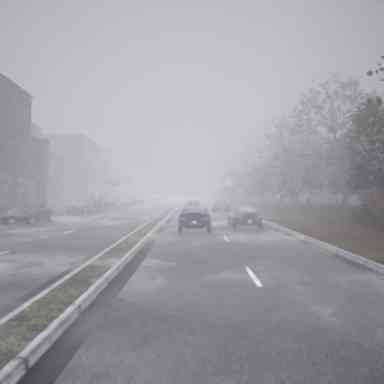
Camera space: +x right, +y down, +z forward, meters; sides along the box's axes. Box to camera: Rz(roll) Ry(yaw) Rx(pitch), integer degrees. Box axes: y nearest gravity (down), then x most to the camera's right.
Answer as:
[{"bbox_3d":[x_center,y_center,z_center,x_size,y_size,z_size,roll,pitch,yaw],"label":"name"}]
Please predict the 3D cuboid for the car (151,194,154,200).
[{"bbox_3d":[-11.846,1.563,84.807,2.231,1.521,4.892,0,0,0],"label":"car"}]

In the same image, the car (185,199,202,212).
[{"bbox_3d":[0.181,1.630,40.920,1.994,1.385,4.181,0,0,0],"label":"car"}]

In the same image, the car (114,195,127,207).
[{"bbox_3d":[-11.821,1.499,49.992,2.231,1.521,4.892,0,0,1],"label":"car"}]

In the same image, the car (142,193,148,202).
[{"bbox_3d":[-11.820,1.290,73.597,2.435,2.045,5.566,0,0,0],"label":"car"}]

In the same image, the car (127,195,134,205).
[{"bbox_3d":[-11.781,1.508,56.864,1.946,1.575,5.366,0,0,0],"label":"car"}]

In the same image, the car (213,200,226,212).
[{"bbox_3d":[3.426,1.633,40.378,1.994,1.385,4.181,0,0,0],"label":"car"}]

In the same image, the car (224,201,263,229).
[{"bbox_3d":[3.388,1.564,21.769,1.812,1.442,4.674,0,0,0],"label":"car"}]

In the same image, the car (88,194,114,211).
[{"bbox_3d":[-11.743,1.230,40.572,2.435,2.045,5.566,0,0,0],"label":"car"}]

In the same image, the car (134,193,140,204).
[{"bbox_3d":[-11.795,1.396,62.606,2.185,1.767,4.553,0,0,0],"label":"car"}]

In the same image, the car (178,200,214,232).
[{"bbox_3d":[0.141,1.511,20.646,1.882,1.535,5.008,0,0,0],"label":"car"}]

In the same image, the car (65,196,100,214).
[{"bbox_3d":[-11.730,1.472,35.081,2.231,1.521,4.892,0,0,0],"label":"car"}]

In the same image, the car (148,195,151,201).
[{"bbox_3d":[-11.835,1.553,79.281,2.231,1.521,4.892,0,0,0],"label":"car"}]

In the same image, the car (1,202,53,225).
[{"bbox_3d":[-11.709,1.480,23.994,2.163,1.488,4.792,0,0,0],"label":"car"}]

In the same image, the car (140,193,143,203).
[{"bbox_3d":[-11.807,1.528,67.915,1.946,1.575,5.366,0,0,0],"label":"car"}]
